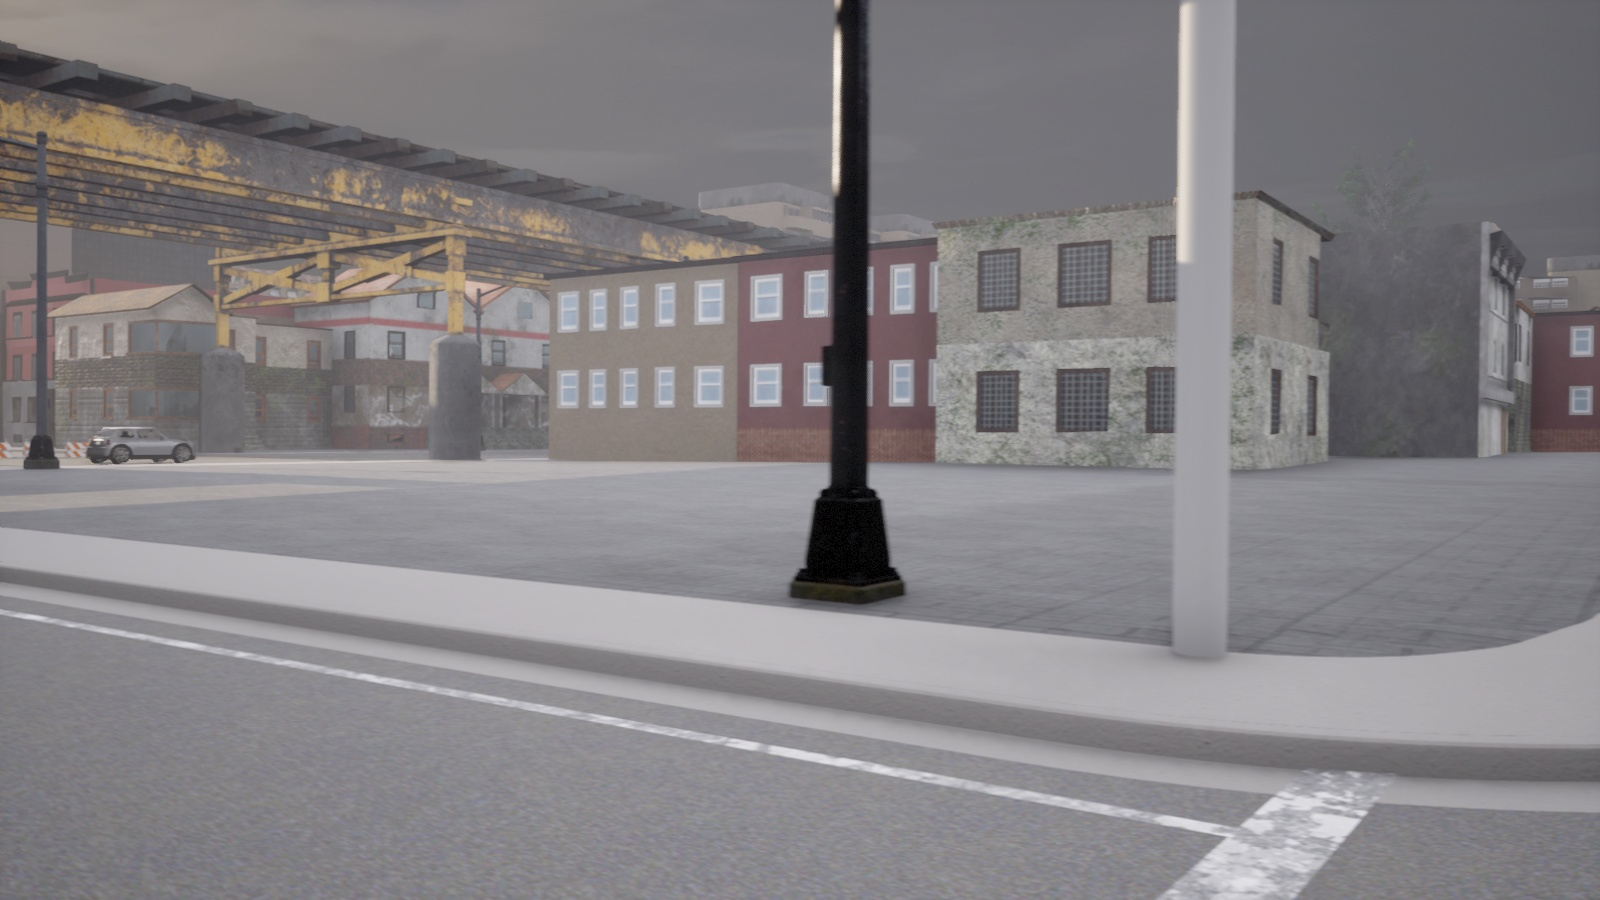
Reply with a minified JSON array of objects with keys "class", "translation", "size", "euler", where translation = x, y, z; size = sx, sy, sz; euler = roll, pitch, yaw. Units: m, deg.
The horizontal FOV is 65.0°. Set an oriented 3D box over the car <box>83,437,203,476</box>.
[{"class":"car","translation":[-26.620,0.247,50.982],"size":[1.970,1.475,3.806],"euler":[0,1,33]}]
